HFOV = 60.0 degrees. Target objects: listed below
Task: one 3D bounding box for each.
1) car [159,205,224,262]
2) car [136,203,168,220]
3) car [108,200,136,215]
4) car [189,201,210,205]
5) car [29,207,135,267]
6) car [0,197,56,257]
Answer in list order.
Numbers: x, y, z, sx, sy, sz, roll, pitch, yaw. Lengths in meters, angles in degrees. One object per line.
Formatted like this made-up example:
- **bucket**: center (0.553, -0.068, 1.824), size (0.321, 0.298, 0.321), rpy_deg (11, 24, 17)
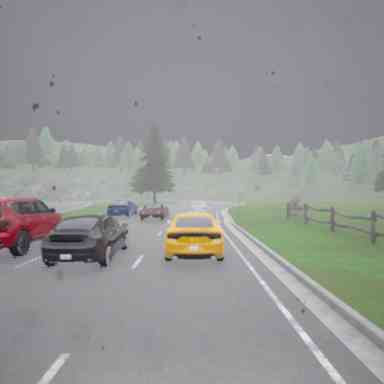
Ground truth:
- **car**: center (0.079, 1.479, 12.163), size (1.882, 1.535, 5.008), rpy_deg (0, 0, 0)
- **car**: center (-2.999, 1.603, 27.611), size (1.895, 1.301, 4.718), rpy_deg (0, 0, 3)
- **car**: center (-6.304, 1.480, 30.819), size (1.882, 1.535, 5.008), rpy_deg (0, 0, 4)
- **car**: center (0.669, 1.528, 30.267), size (1.812, 1.442, 4.674), rpy_deg (0, 0, 4)
- **car**: center (-3.424, 1.507, 11.467), size (1.837, 1.490, 4.892), rpy_deg (0, 0, 0)
- **car**: center (-6.914, 1.222, 13.103), size (2.150, 2.045, 5.566), rpy_deg (0, 0, 0)
